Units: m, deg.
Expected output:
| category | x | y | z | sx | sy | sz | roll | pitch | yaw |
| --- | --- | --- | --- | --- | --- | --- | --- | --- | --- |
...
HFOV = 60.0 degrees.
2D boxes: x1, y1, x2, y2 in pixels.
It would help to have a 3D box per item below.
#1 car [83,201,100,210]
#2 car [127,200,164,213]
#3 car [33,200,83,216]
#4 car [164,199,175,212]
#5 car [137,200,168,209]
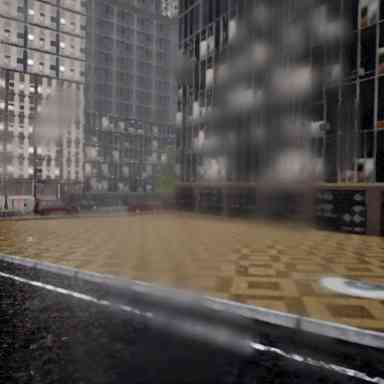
| category | x | y | z | sx | sy | sz | roll | pitch | yaw |
| --- | --- | --- | --- | --- | --- | --- | --- | --- | --- |
| car | -15.800 | 1.983 | 48.962 | 4.403 | 1.369 | 2.008 | 0 | 1 | -34 |
| car | -6.672 | 2.169 | 45.663 | 4.507 | 1.381 | 1.887 | 0 | 1 | -34 |
| car | -16.023 | 1.872 | 39.254 | 5.009 | 1.841 | 2.192 | 0 | 1 | -34 |
| car | -1.991 | 1.972 | 48.862 | 5.009 | 1.841 | 2.192 | 0 | 1 | -34 |
| car | -6.585 | 2.024 | 55.271 | 4.829 | 1.417 | 1.752 | 0 | 1 | -34 |
